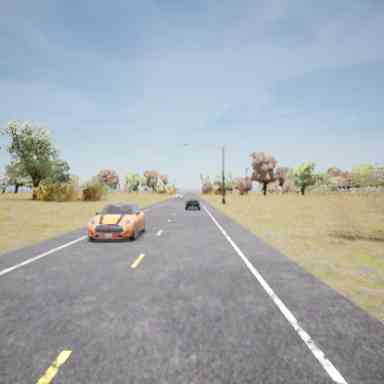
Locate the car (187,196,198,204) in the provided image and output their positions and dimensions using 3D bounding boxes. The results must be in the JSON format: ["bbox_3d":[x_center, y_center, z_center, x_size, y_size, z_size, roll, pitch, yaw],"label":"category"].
[{"bbox_3d":[0.098,1.413,61.708,2.033,1.411,5.357,0,0,0],"label":"car"}]

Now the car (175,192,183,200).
[{"bbox_3d":[-3.503,1.024,90.066,2.150,2.045,5.566,0,0,0],"label":"car"}]

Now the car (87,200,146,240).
[{"bbox_3d":[-3.600,1.317,16.583,2.097,1.767,4.553,0,0,0],"label":"car"}]

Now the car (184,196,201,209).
[{"bbox_3d":[0.099,1.413,43.092,1.837,1.490,4.892,0,0,0],"label":"car"}]
